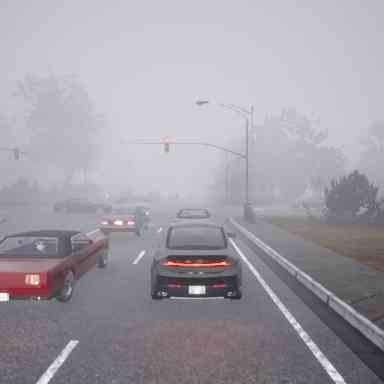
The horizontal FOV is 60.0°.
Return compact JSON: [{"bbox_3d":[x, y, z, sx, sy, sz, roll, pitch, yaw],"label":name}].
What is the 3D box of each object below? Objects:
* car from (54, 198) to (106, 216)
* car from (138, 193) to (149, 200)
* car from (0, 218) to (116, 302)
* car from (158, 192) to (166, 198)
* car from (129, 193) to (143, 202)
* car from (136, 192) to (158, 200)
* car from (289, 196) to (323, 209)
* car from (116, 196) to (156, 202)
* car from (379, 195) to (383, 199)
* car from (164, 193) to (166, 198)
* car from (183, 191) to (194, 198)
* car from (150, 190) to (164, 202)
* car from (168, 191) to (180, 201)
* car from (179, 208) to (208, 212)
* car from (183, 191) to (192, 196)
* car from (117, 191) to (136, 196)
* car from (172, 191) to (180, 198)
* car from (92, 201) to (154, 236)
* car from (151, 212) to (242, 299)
[{"bbox_3d":[-9.688,1.274,29.789,5.008,1.535,1.882,0,0,-3],"label":"car"},{"bbox_3d":[-10.737,0.991,73.776,1.895,1.301,4.718,0,1,-1],"label":"car"},{"bbox_3d":[-3.412,1.570,8.142,1.895,1.301,4.718,0,0,0],"label":"car"},{"bbox_3d":[-7.597,0.780,83.918,1.812,1.442,4.674,0,1,-3],"label":"car"},{"bbox_3d":[-10.672,0.987,63.690,1.882,1.535,5.008,0,1,0],"label":"car"},{"bbox_3d":[-7.189,1.151,53.283,2.033,1.411,5.357,0,0,0],"label":"car"},{"bbox_3d":[13.669,1.218,38.364,4.902,1.511,2.128,0,0,-3],"label":"car"},{"bbox_3d":[-6.332,1.367,33.491,4.718,1.301,1.895,0,0,-3],"label":"car"},{"bbox_3d":[23.753,0.943,38.952,5.566,2.045,2.150,0,0,-4],"label":"car"},{"bbox_3d":[-7.232,0.876,73.649,1.882,1.535,5.008,0,1,-1],"label":"car"},{"bbox_3d":[-0.666,0.783,85.241,1.994,1.385,4.181,0,1,-4],"label":"car"},{"bbox_3d":[-7.162,0.733,63.458,2.150,2.045,5.566,0,1,-1],"label":"car"},{"bbox_3d":[-3.557,0.836,66.213,2.097,1.767,4.553,0,1,0],"label":"car"},{"bbox_3d":[0.081,1.497,17.634,1.895,1.301,4.718,0,0,0],"label":"car"},{"bbox_3d":[-1.418,0.464,95.118,2.033,1.411,5.357,0,1,-7],"label":"car"},{"bbox_3d":[-10.688,0.821,53.803,2.150,2.045,5.566,0,0,0],"label":"car"},{"bbox_3d":[-4.399,0.538,88.946,2.097,1.767,4.553,0,1,-4],"label":"car"},{"bbox_3d":[-3.445,1.442,17.731,2.033,1.411,5.357,0,0,-1],"label":"car"},{"bbox_3d":[0.088,1.473,8.321,1.837,1.490,4.892,0,0,0],"label":"car"}]
